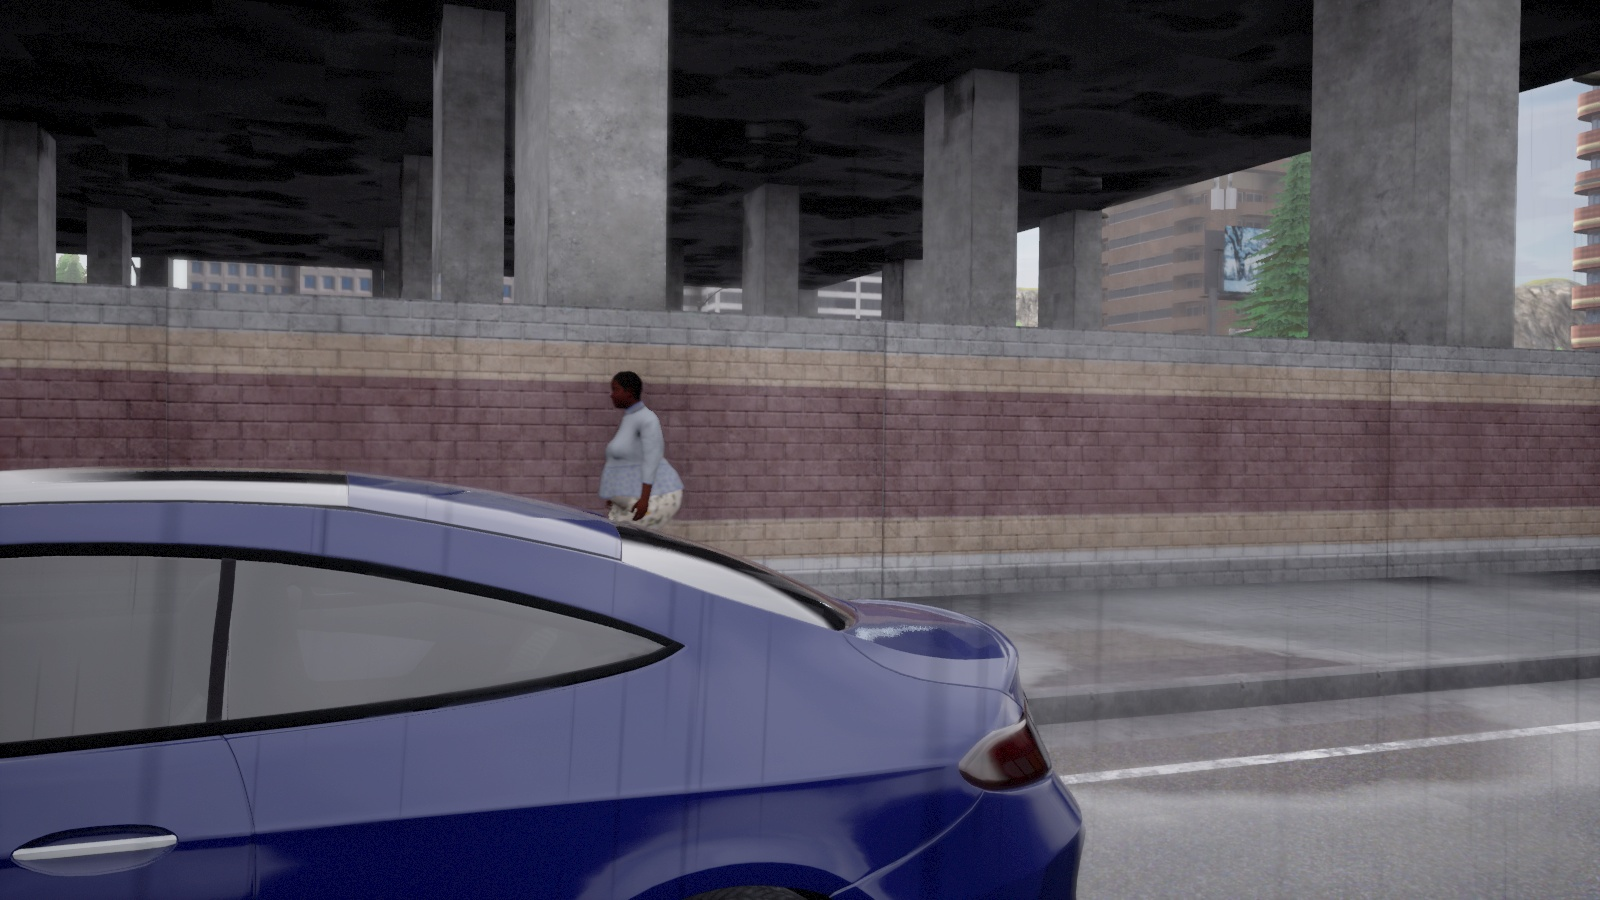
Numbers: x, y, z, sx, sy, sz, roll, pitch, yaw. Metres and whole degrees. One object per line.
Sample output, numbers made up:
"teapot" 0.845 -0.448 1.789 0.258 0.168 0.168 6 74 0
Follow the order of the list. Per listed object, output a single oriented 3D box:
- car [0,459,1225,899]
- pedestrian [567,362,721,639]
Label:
"car" -1.621 0.799 2.622 4.674 1.442 1.812 -1 1 -21
"pedestrian" -1.133 0.328 8.993 0.900 1.855 0.874 -1 1 -20
